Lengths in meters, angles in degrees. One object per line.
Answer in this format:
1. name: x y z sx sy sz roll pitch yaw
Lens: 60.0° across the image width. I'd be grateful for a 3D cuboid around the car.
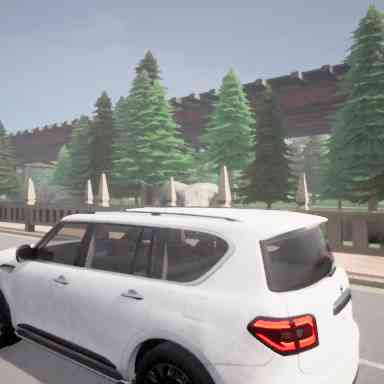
1. car: -0.805 1.221 4.585 5.566 2.045 2.150 0 0 36
